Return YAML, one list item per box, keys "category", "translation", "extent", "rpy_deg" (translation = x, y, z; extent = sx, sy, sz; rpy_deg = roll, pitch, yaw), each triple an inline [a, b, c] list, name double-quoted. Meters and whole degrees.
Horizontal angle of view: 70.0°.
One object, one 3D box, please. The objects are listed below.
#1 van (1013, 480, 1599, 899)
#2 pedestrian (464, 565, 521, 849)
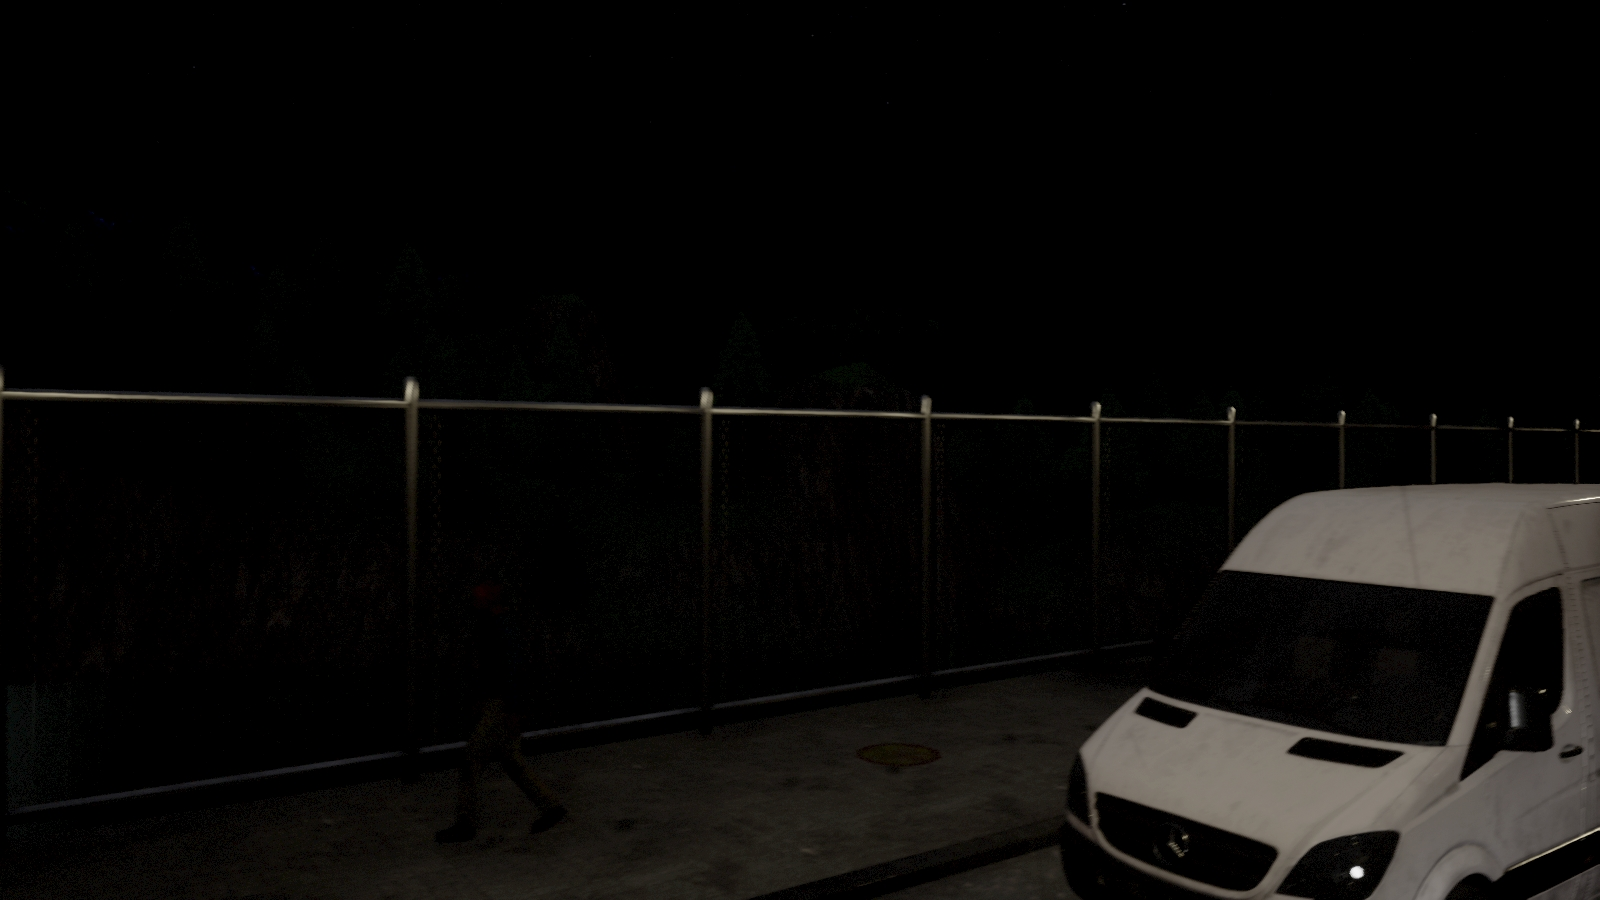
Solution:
- category: "van"
  translation: [4.200, 1.535, 7.333]
  extent: [5.915, 2.561, 1.988]
  rpy_deg: [0, 0, -35]
- category: "pedestrian"
  translation: [-2.124, 1.745, 7.892]
  extent: [0.375, 1.860, 0.375]
  rpy_deg: [0, 0, -16]
